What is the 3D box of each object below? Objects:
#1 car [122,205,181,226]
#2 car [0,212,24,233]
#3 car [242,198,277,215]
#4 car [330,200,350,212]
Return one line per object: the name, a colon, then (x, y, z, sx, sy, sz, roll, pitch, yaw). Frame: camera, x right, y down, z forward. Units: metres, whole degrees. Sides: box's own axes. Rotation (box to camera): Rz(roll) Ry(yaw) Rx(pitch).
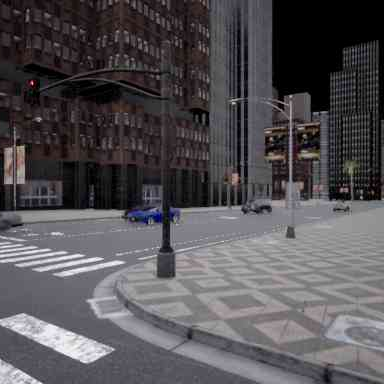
car: (-2.941, 1.797, 26.868, 1.882, 1.535, 5.008, 0, -1, 35)
car: (-12.636, 1.690, 19.085, 2.033, 1.411, 5.357, 0, -1, 38)
car: (8.577, 1.833, 43.149, 2.150, 2.045, 5.566, 0, -1, 36)
car: (24.184, 2.430, 53.688, 2.033, 1.411, 5.357, 0, -1, 34)
